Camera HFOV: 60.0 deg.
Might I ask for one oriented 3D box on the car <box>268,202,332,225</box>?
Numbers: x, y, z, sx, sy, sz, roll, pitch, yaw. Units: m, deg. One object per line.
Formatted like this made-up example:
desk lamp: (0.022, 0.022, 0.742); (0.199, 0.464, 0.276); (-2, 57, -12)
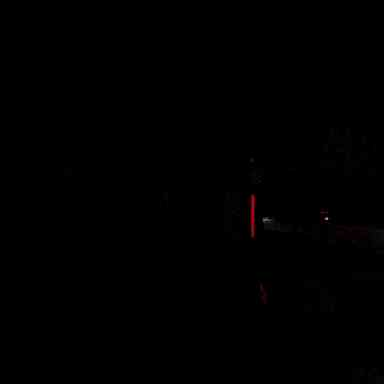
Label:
car: (7.659, 1.518, 24.170); (1.837, 1.490, 4.892); (-1, 0, -33)
